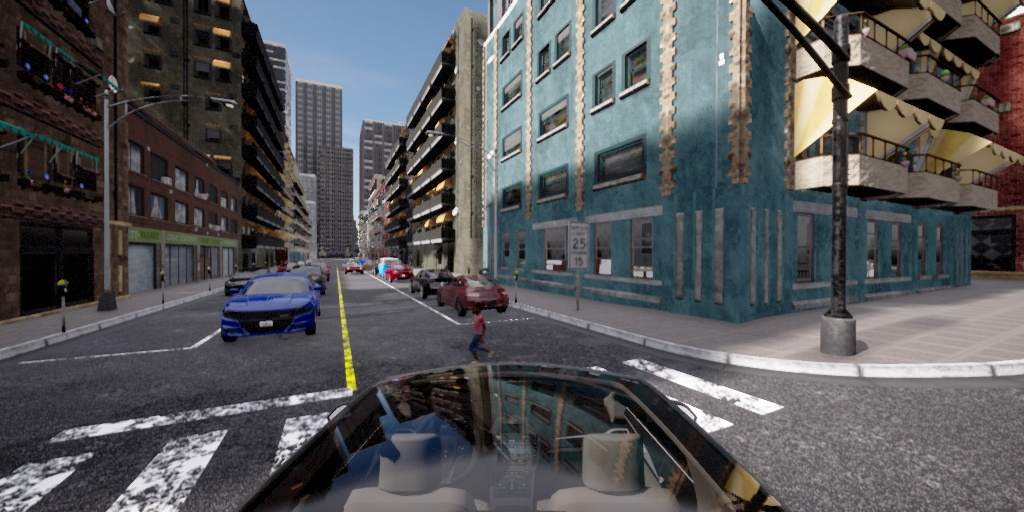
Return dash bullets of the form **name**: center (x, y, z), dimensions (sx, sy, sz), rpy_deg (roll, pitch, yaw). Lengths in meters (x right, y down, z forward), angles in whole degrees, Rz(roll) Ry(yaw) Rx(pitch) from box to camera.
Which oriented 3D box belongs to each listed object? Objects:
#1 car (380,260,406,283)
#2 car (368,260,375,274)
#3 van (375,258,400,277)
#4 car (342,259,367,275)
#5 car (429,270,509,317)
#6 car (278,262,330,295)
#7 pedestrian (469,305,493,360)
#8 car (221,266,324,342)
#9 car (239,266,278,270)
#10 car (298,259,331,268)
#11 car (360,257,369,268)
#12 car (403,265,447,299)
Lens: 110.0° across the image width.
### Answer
- **car**: center (-8.835, 1.281, 27.960), dimensions (1.888, 1.381, 4.507), rpy_deg (0, 0, -26)
- **car**: center (-13.709, 1.298, 37.873), dimensions (1.948, 1.339, 4.313), rpy_deg (0, 0, -26)
- **van**: center (-11.272, 1.075, 32.916), dimensions (1.690, 1.789, 3.998), rpy_deg (0, 0, -26)
- **car**: center (-17.437, 1.332, 39.495), dimensions (1.895, 1.301, 4.718), rpy_deg (0, 0, -26)
- **car**: center (-1.523, 1.325, 13.090), dimensions (1.802, 1.307, 4.207), rpy_deg (0, 0, -26)
- **car**: center (-10.993, 1.243, 19.232), dimensions (1.837, 1.490, 4.892), rpy_deg (0, 0, -26)
- **pedestrian**: center (-0.616, 1.040, 6.760), dimensions (0.375, 1.860, 0.375), rpy_deg (-1, 1, -26)
- **car**: center (-6.527, 1.221, 10.141), dimensions (1.882, 1.535, 5.008), rpy_deg (0, 0, -26)
- **car**: center (-13.924, 1.303, 19.316), dimensions (1.948, 1.339, 4.313), rpy_deg (0, 0, -26)
- **car**: center (-15.461, 1.212, 28.349), dimensions (1.882, 1.535, 5.008), rpy_deg (0, 0, -26)
- **car**: center (-21.096, 1.255, 52.895), dimensions (1.751, 1.417, 4.829), rpy_deg (0, 0, -26)
- **car**: center (-3.961, 1.306, 18.047), dimensions (1.948, 1.339, 4.313), rpy_deg (0, 0, -26)
